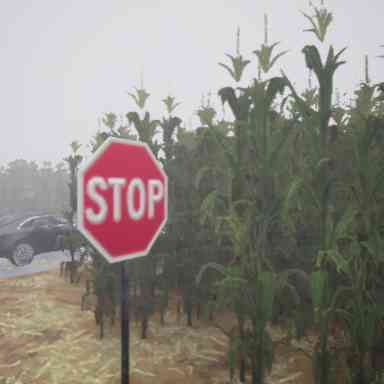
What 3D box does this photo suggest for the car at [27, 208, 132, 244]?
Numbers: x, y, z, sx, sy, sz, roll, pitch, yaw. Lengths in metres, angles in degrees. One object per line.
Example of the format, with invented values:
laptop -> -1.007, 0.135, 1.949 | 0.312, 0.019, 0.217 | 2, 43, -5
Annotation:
car -> -5.389, 1.548, 16.551 | 1.895, 1.301, 4.718 | 0, 0, 37

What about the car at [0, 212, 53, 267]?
car -> -5.056, 1.428, 11.326 | 2.128, 1.511, 4.902 | -1, 0, 27
